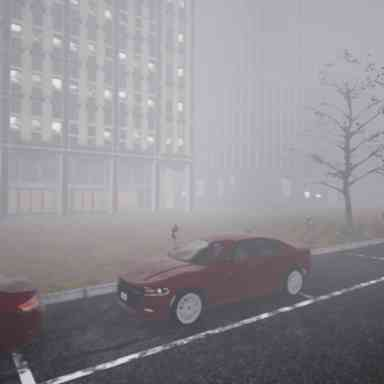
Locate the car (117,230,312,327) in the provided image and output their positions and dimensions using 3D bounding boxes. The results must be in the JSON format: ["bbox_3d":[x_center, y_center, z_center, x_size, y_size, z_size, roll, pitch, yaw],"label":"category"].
[{"bbox_3d":[0.663,1.548,7.024,4.507,1.381,1.887,0,0,-36],"label":"car"}]

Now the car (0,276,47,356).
[{"bbox_3d":[-3.930,1.582,3.747,4.206,1.307,1.802,0,0,-36],"label":"car"}]
